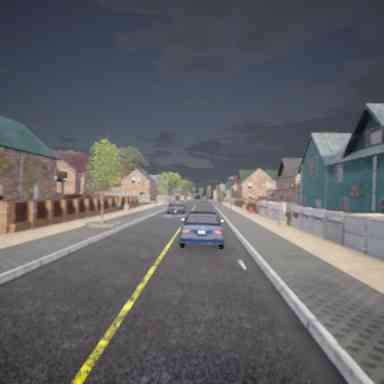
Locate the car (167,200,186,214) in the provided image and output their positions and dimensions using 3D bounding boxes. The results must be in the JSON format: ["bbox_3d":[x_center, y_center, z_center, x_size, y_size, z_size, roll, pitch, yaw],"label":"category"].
[{"bbox_3d":[-1.563,1.578,35.927,2.033,1.411,5.357,2,0,2],"label":"car"}]

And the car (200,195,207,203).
[{"bbox_3d":[2.994,2.007,87.619,2.128,1.511,4.902,2,-1,2],"label":"car"}]

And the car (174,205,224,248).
[{"bbox_3d":[0.456,1.572,15.023,2.033,1.411,5.357,2,0,2],"label":"car"}]
